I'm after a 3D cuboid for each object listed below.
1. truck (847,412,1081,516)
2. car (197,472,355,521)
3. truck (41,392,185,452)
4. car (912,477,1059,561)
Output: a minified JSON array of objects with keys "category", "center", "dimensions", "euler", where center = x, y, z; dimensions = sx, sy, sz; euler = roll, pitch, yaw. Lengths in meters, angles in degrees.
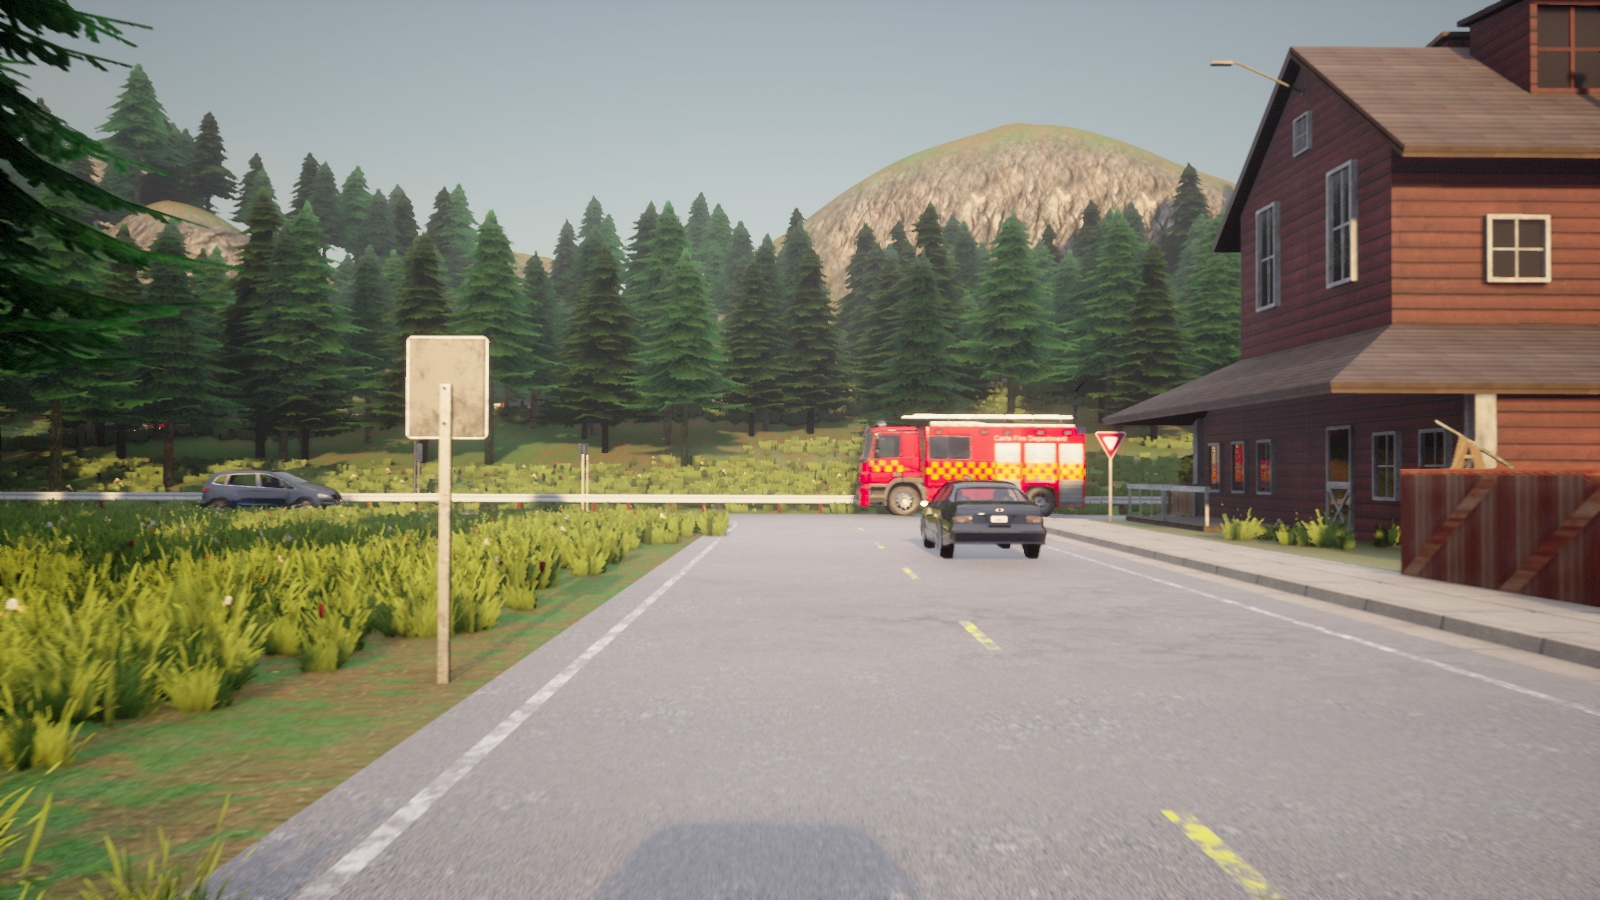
[{"category":"truck","center":[6.077,0.554,47.653],"dimensions":[8.468,3.827,2.891],"euler":[0,-1,0]},{"category":"car","center":[-18.293,1.609,44.040],"dimensions":[4.611,1.667,2.242],"euler":[0,-1,0]},{"category":"truck","center":[-47.165,-1.913,86.395],"dimensions":[7.936,3.462,2.891],"euler":[-5,0,-9]},{"category":"car","center":[3.441,1.256,24.329],"dimensions":[2.033,1.411,5.357],"euler":[0,-1,0]}]
